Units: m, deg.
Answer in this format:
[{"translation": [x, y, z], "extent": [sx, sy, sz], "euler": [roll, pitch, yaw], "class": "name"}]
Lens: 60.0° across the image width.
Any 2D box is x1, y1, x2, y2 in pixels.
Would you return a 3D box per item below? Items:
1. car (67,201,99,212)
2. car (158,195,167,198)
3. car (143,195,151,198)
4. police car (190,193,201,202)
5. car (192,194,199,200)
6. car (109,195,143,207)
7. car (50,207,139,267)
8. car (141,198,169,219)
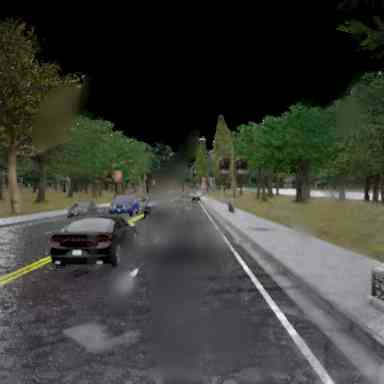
[{"translation": [-9.849, 1.578, 30.454], "extent": [1.837, 1.490, 4.892], "euler": [0, 0, 0], "class": "car"}, {"translation": [-6.506, 1.440, 73.452], "extent": [1.994, 1.385, 4.181], "euler": [0, 0, 0], "class": "car"}, {"translation": [-9.756, 1.414, 71.159], "extent": [1.994, 1.385, 4.181], "euler": [0, 0, 0], "class": "car"}, {"translation": [0.969, 1.358, 78.150], "extent": [1.930, 1.638, 5.238], "euler": [0, 0, 0], "class": "police car"}, {"translation": [0.968, 1.377, 88.041], "extent": [1.837, 1.490, 4.892], "euler": [0, 0, 0], "class": "car"}, {"translation": [-6.601, 1.293, 32.847], "extent": [2.150, 2.045, 5.566], "euler": [0, 0, 0], "class": "car"}, {"translation": [-3.151, 1.521, 11.597], "extent": [1.882, 1.535, 5.008], "euler": [0, 0, 0], "class": "car"}, {"translation": [-3.153, 1.550, 29.992], "extent": [1.882, 1.535, 5.008], "euler": [0, 0, 0], "class": "car"}]
